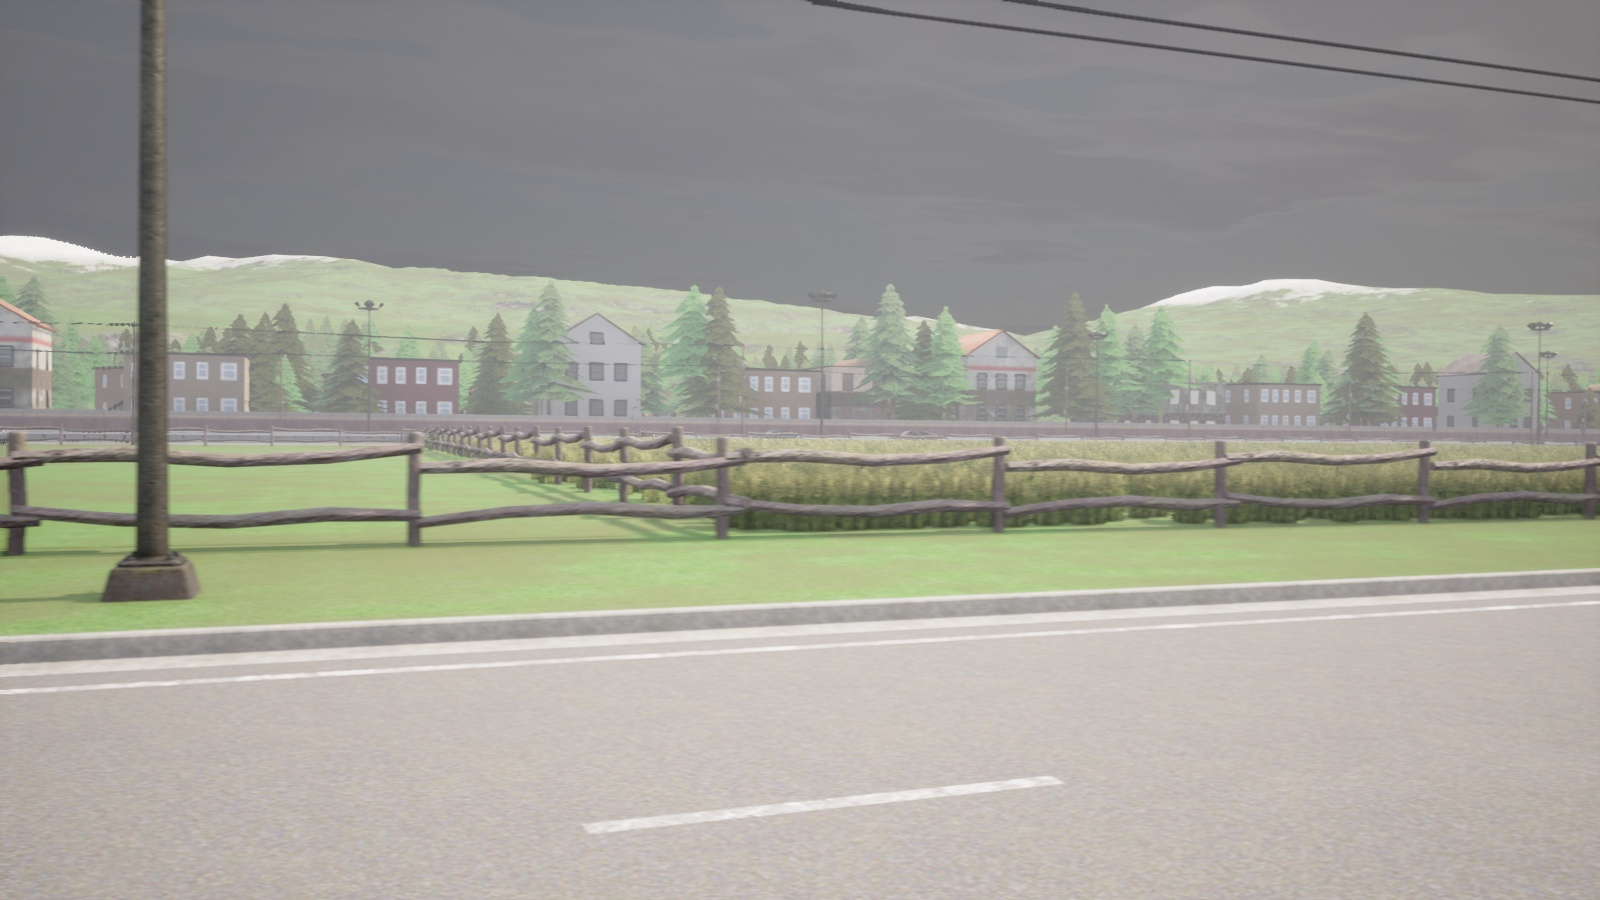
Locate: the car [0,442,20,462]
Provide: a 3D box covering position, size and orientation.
[{"bbox_3d":[-54.174,0.168,82.474,4.718,1.301,1.895,-1,1,-21],"label":"car"}]
